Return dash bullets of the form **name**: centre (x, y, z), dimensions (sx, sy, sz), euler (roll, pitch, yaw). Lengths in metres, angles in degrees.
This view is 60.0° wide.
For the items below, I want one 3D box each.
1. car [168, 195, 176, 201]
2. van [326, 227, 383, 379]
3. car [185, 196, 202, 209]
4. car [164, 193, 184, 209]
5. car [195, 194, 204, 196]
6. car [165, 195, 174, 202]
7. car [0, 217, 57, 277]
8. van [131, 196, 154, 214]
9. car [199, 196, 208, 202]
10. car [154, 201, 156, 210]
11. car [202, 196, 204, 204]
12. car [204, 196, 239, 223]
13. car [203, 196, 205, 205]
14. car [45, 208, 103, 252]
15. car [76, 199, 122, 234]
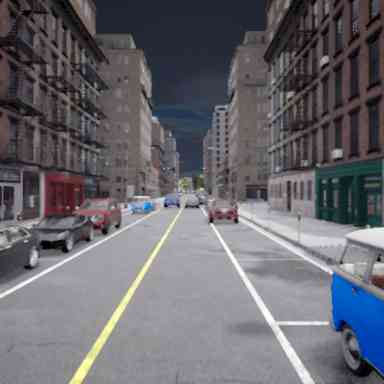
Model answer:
- **car**: centre (-5.342, 1.593, 90.175), dimensions (1.947, 1.339, 4.313), euler (0, 0, 0)
- **van**: centre (2.681, 1.342, 3.004), dimensions (1.690, 1.788, 3.998), euler (0, 0, 0)
- **car**: centre (0.025, 1.579, 45.649), dimensions (1.994, 1.385, 4.181), euler (0, 0, 0)
- **car**: centre (-2.746, 1.240, 47.186), dimensions (2.150, 2.045, 5.566), euler (0, 0, 0)
- **car**: centre (3.038, 1.575, 56.621), dimensions (4.181, 1.385, 1.994), euler (0, 0, -26)
- **car**: centre (-5.348, 1.551, 78.643), dimensions (1.752, 1.417, 4.829), euler (0, 0, 0)
- **car**: centre (-5.394, 1.554, 8.412), dimensions (2.008, 1.369, 4.403), euler (0, 0, 0)
- **van**: centre (-5.373, 1.352, 35.443), dimensions (1.690, 1.788, 3.998), euler (0, 0, 0)
- **car**: centre (2.677, 1.607, 78.810), dimensions (1.802, 1.307, 4.206), euler (0, 0, 0)
- **car**: centre (-5.369, 1.564, 40.850), dimensions (2.008, 1.369, 4.403), euler (0, 0, 0)
- **car**: centre (2.663, 1.565, 46.253), dimensions (2.008, 1.369, 4.403), euler (0, 0, 0)
- **car**: centre (2.275, 1.360, 25.486), dimensions (2.097, 1.767, 4.553), euler (0, 0, 0)
- **car**: centre (2.665, 1.538, 41.017), dimensions (1.752, 1.417, 4.829), euler (0, 0, 0)
- **car**: centre (-5.390, 1.570, 13.818), dimensions (1.947, 1.339, 4.313), euler (0, 0, 0)
- **car**: centre (-5.386, 1.321, 19.225), dimensions (2.192, 1.841, 5.009), euler (0, 0, 0)
